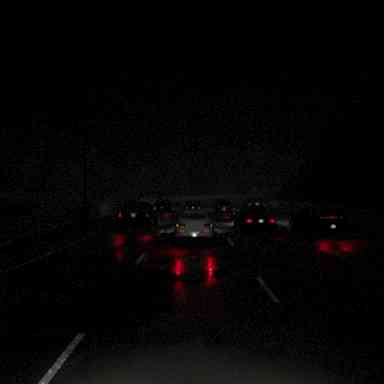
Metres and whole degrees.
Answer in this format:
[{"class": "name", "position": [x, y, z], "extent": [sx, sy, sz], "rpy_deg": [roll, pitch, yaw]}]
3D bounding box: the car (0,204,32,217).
[{"class": "car", "position": [-14.100, 1.582, 25.099], "extent": [2.033, 1.411, 5.357], "rpy_deg": [0, 0, 0]}]

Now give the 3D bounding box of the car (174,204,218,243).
[{"class": "car", "position": [0.100, 1.548, 16.168], "extent": [1.812, 1.442, 4.674], "rpy_deg": [0, 0, 0]}]

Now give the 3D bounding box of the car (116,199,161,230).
[{"class": "car", "position": [-3.401, 1.381, 21.413], "extent": [2.097, 1.767, 4.553], "rpy_deg": [0, 0, 0]}]

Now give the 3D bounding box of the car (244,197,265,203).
[{"class": "car", "position": [7.113, 1.404, 38.324], "extent": [2.097, 1.767, 4.553], "rpy_deg": [0, 0, 0]}]

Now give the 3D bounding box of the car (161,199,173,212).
[{"class": "car", "position": [-3.378, 1.546, 39.946], "extent": [2.128, 1.511, 4.902], "rpy_deg": [0, 0, 0]}]

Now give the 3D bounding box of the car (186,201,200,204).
[{"class": "car", "position": [0.099, 1.595, 34.854], "extent": [2.033, 1.411, 5.357], "rpy_deg": [0, 0, 0]}]

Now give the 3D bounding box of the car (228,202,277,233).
[{"class": "car", "position": [3.599, 1.574, 19.856], "extent": [2.033, 1.411, 5.357], "rpy_deg": [0, 0, 0]}]

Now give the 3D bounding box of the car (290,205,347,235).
[{"class": "car", "position": [7.100, 1.517, 19.124], "extent": [2.128, 1.511, 4.902], "rpy_deg": [0, 0, 0]}]

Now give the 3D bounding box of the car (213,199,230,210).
[{"class": "car", "position": [3.622, 1.559, 40.015], "extent": [1.837, 1.490, 4.892], "rpy_deg": [0, 0, 0]}]
